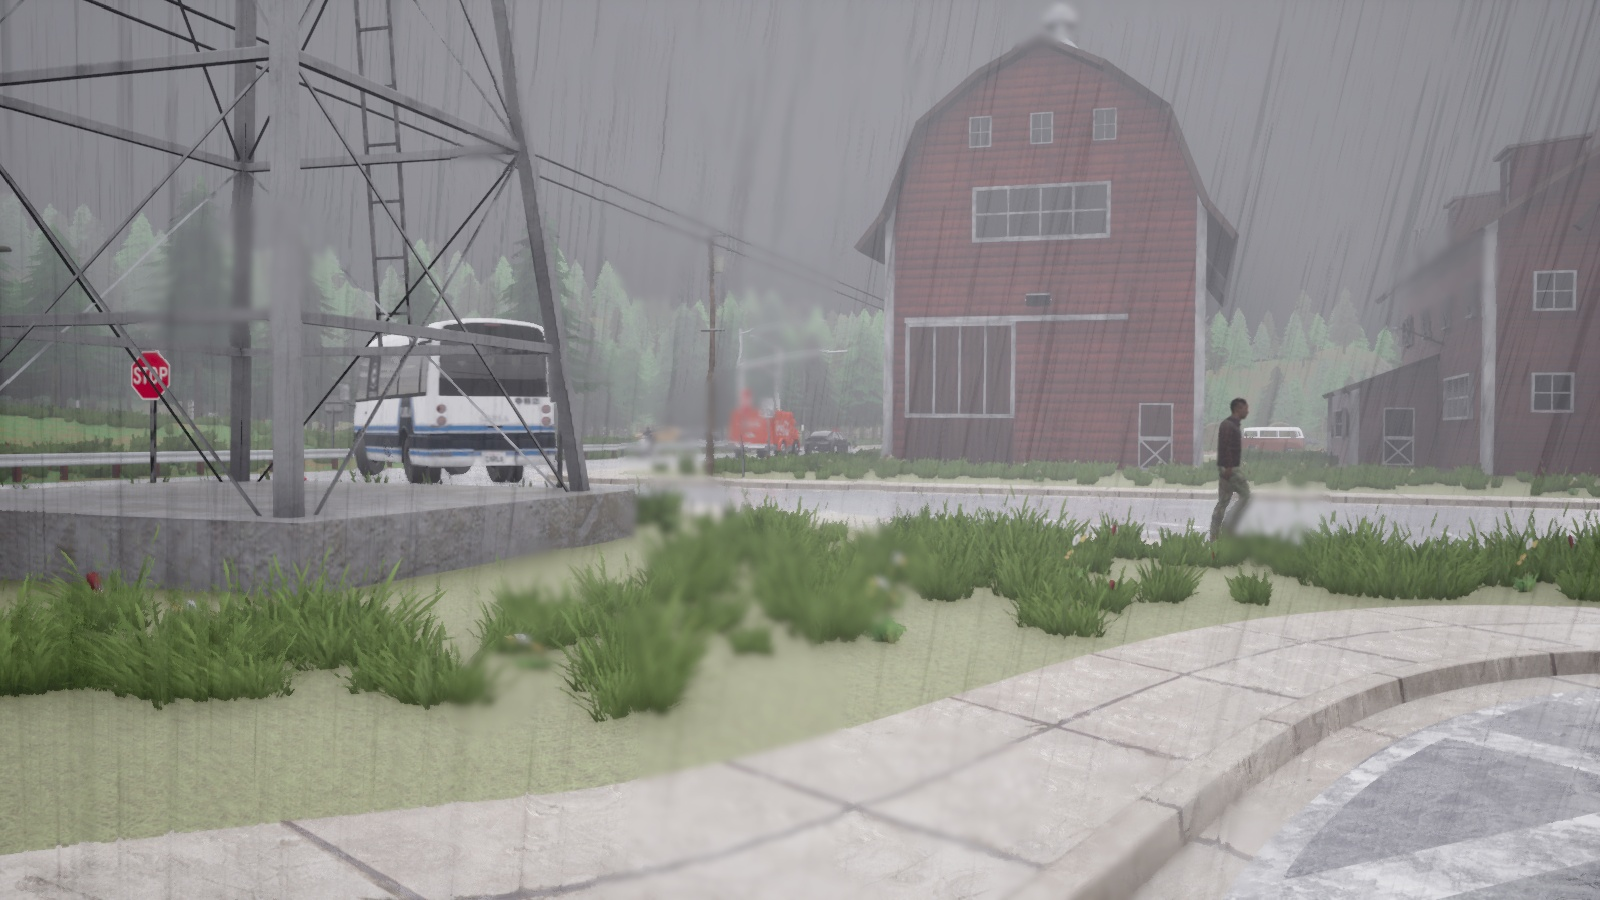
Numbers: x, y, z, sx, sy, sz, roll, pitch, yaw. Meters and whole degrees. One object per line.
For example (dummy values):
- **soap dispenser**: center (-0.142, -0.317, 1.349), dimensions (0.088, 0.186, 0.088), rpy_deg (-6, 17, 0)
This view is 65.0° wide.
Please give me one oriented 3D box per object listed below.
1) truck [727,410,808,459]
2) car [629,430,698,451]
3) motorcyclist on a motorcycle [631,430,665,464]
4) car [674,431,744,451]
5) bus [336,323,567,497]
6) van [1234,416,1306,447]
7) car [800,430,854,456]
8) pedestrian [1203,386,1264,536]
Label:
- **truck**: center (-1.631, -0.759, 65.695), dimensions (2.627, 2.467, 5.204), rpy_deg (0, 0, 18)
- **car**: center (-10.739, -0.741, 98.698), dimensions (5.008, 1.535, 1.882), rpy_deg (0, 1, 17)
- **motorcyclist on a motorcycle**: center (-7.241, -0.144, 59.868), dimensions (0.866, 1.590, 1.817), rpy_deg (0, 1, 18)
- **car**: center (-6.789, -0.676, 93.807), dimensions (4.892, 1.490, 1.837), rpy_deg (0, 1, 17)
- **bus**: center (-10.402, -1.057, 36.311), dimensions (3.944, 4.253, 10.273), rpy_deg (-2, 1, -30)
- **van**: center (31.949, -1.240, 85.432), dimensions (4.480, 2.038, 2.069), rpy_deg (0, 1, 17)
- **car**: center (1.673, -0.446, 75.682), dimensions (1.837, 1.490, 4.892), rpy_deg (0, 1, 18)
- **pedestrian**: center (5.438, 0.139, 15.733), dimensions (0.703, 1.840, 0.431), rpy_deg (0, 1, 20)
